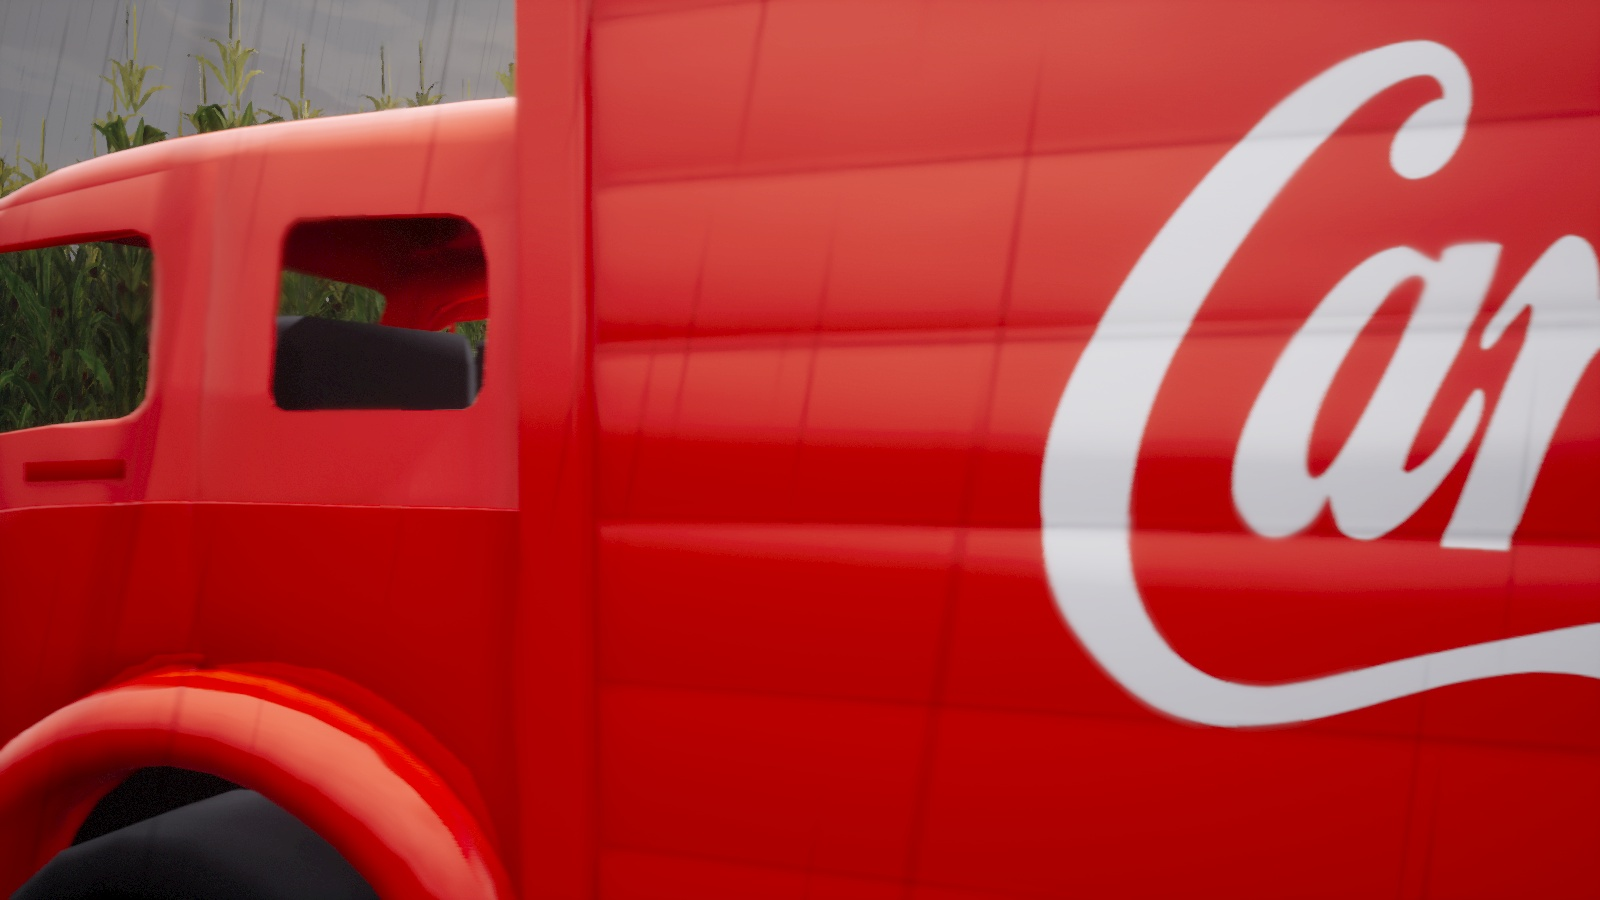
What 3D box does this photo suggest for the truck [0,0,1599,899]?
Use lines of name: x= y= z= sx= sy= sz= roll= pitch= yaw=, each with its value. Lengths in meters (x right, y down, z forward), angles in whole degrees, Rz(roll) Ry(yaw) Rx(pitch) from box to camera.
truck: x=0.632 y=0.301 z=2.551 sx=5.204 sy=2.467 sz=2.627 roll=1 pitch=1 yaw=19
